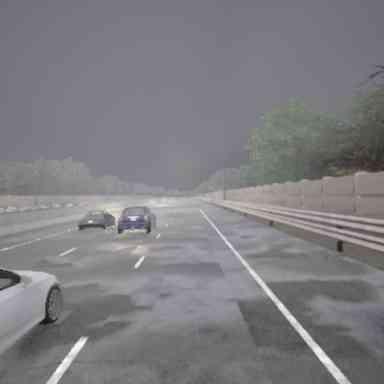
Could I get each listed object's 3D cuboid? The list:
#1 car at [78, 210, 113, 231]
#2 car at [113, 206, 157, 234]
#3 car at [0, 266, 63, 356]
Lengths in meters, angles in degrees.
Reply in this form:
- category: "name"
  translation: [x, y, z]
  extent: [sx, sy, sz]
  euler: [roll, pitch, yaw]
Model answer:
- category: "car"
  translation: [-7.128, 2.068, 25.318]
  extent: [1.994, 1.385, 4.181]
  euler: [-2, -1, -1]
- category: "car"
  translation: [-3.606, 1.702, 22.417]
  extent: [2.097, 1.767, 4.553]
  euler: [-2, -1, -1]
- category: "car"
  translation: [-3.401, 1.689, 4.532]
  extent: [1.812, 1.442, 4.674]
  euler: [-2, -1, -1]
